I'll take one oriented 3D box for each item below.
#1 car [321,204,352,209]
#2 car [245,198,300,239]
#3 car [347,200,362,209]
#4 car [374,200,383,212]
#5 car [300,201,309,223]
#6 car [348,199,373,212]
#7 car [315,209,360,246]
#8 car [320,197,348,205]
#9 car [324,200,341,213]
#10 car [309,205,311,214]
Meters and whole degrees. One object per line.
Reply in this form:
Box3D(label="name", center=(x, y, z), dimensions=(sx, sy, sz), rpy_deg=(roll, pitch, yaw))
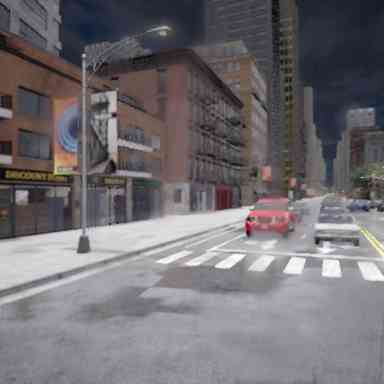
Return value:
Box3D(label="car", center=(10.498, 1.815, 24.681), dimensions=(1.895, 1.301, 4.718), rpy_deg=(-1, -1, 23))
Box3D(label="car", center=(4.658, 1.406, 19.090), dimensions=(2.150, 2.045, 5.566), rpy_deg=(-1, -1, 23))
Box3D(label="car", center=(25.995, 1.972, 53.304), dimensions=(1.812, 1.442, 4.674), rpy_deg=(-1, -1, 23))
Box3D(label="car", center=(25.162, 1.898, 42.814), dimensions=(1.994, 1.385, 4.181), rpy_deg=(-1, -1, 23))
Box3D(label="car", center=(8.403, 1.754, 28.115), dimensions=(2.128, 1.511, 4.902), rpy_deg=(-1, -1, 23))
Box3D(label="car", center=(22.147, 1.716, 44.033), dimensions=(2.097, 1.767, 4.553), rpy_deg=(-1, -1, 23))
Box3D(label="car", center=(7.006, 1.742, 16.211), dimensions=(1.895, 1.301, 4.718), rpy_deg=(-1, -1, 22))
Box3D(label="car", center=(14.446, 1.518, 34.178), dimensions=(2.150, 2.045, 5.566), rpy_deg=(-1, -1, 23))
Box3D(label="car", center=(18.518, 1.859, 43.828), dimensions=(1.882, 1.535, 5.008), rpy_deg=(-1, -1, 23))
Box3D(label="car", center=(12.329, 1.850, 37.543), dimensions=(1.837, 1.490, 4.892), rpy_deg=(-1, -1, 23))
